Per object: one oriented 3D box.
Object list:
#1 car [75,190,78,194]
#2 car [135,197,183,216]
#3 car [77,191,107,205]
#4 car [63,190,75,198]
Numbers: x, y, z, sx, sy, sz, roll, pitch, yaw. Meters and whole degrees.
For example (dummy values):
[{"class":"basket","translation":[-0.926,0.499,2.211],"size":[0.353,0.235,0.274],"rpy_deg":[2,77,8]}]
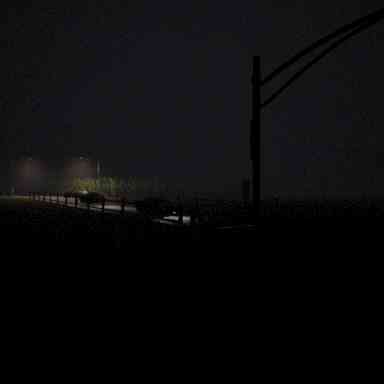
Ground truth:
[{"class":"car","translation":[-16.662,0.602,53.592],"size":[2.033,1.411,5.357],"rpy_deg":[0,1,-35]},{"class":"car","translation":[-2.829,1.116,27.223],"size":[2.033,1.411,5.357],"rpy_deg":[0,1,-35]},{"class":"car","translation":[-11.960,0.882,40.368],"size":[1.895,1.301,4.718],"rpy_deg":[0,1,-35]},{"class":"car","translation":[-22.528,0.355,62.022],"size":[1.882,1.535,5.008],"rpy_deg":[0,1,-35]}]
